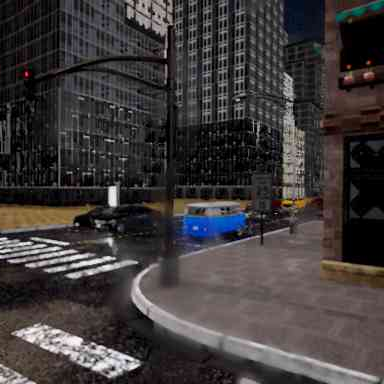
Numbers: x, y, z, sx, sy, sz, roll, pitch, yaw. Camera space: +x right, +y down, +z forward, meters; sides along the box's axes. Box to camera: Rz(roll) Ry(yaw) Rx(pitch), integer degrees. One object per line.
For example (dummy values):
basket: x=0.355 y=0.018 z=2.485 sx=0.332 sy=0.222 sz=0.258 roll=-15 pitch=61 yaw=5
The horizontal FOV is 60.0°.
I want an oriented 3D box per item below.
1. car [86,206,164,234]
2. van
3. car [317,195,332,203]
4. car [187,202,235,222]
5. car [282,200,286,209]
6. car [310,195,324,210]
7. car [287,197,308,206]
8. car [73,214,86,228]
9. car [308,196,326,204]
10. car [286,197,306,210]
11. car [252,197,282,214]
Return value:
car: x=-3.643 y=1.557 z=19.864 sx=1.812 sy=1.442 sz=4.674 roll=1 pitch=0 yaw=37
van: x=1.242 y=1.423 z=16.742 sx=1.690 sy=1.788 sz=3.998 roll=1 pitch=1 yaw=36
car: x=26.557 y=1.367 z=66.647 sx=1.967 sy=1.590 sz=4.097 roll=1 pitch=0 yaw=36
car: x=1.628 y=1.578 z=27.266 sx=1.994 sy=1.385 sz=4.181 roll=1 pitch=0 yaw=35
car: x=10.488 y=1.401 z=44.129 sx=1.967 sy=1.590 sz=4.097 roll=1 pitch=1 yaw=36
car: x=16.822 y=1.486 z=43.038 sx=1.882 sy=1.535 sz=5.008 roll=1 pitch=-1 yaw=36
car: x=16.817 y=1.471 z=52.998 sx=1.752 sy=1.417 sz=4.829 roll=1 pitch=0 yaw=36
car: x=-5.581 y=1.574 z=21.613 sx=1.947 sy=1.339 sz=4.313 roll=1 pitch=1 yaw=36
car: x=23.343 y=1.484 z=62.144 sx=2.008 sy=1.369 sz=4.403 roll=1 pitch=0 yaw=36
car: x=13.316 y=1.460 z=43.549 sx=1.882 sy=1.535 sz=5.008 roll=1 pitch=0 yaw=36
car: x=7.455 y=1.349 z=35.402 sx=2.097 sy=1.767 sz=4.553 roll=1 pitch=0 yaw=36
